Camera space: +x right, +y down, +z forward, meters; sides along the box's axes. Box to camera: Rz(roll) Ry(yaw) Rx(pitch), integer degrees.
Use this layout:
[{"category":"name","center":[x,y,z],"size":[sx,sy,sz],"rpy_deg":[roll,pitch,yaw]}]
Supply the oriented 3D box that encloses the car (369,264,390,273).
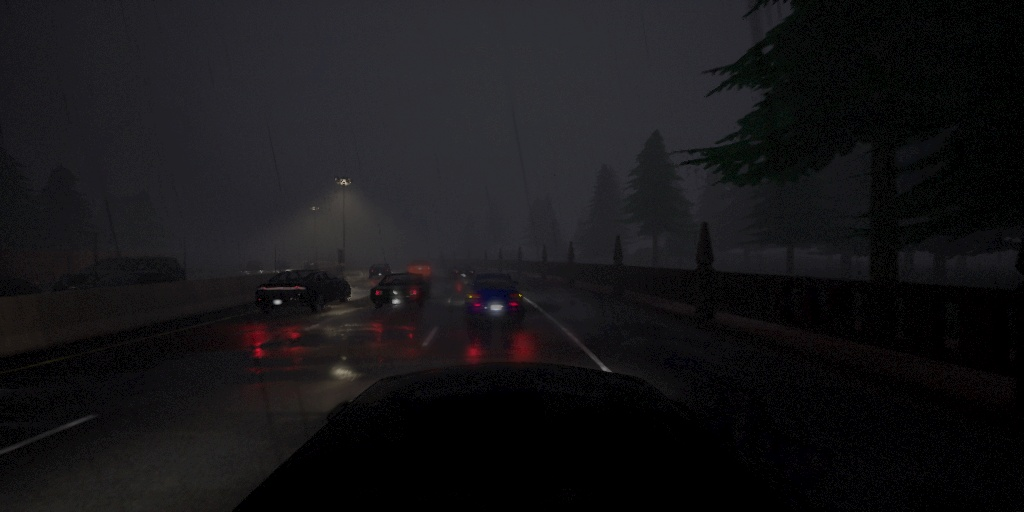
[{"category":"car","center":[-12.997,1.401,35.390],"size":[1.895,1.301,4.718],"rpy_deg":[0,0,-19]}]

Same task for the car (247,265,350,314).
[{"category":"car","center":[-7.902,1.272,14.016],"size":[2.128,1.511,4.902],"rpy_deg":[0,0,-7]}]

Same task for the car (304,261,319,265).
[{"category":"car","center":[-29.448,1.428,52.718],"size":[1.994,1.385,4.181],"rpy_deg":[0,0,-32]}]

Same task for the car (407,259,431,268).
[{"category":"car","center":[-8.698,1.135,33.441],"size":[2.097,1.767,4.553],"rpy_deg":[0,0,-17]}]

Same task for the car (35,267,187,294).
[{"category":"car","center":[-15.153,1.335,14.299],"size":[1.812,1.442,4.674],"rpy_deg":[0,0,-9]}]

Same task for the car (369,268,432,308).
[{"category":"car","center":[-4.506,1.368,15.276],"size":[1.895,1.301,4.718],"rpy_deg":[0,0,-8]}]

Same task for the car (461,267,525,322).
[{"category":"car","center":[-0.675,1.278,12.326],"size":[1.812,1.442,4.674],"rpy_deg":[0,0,-6]}]

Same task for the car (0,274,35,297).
[{"category":"car","center":[-22.287,1.401,14.575],"size":[1.994,1.385,4.181],"rpy_deg":[0,0,-9]}]

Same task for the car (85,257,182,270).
[{"category":"car","center":[-19.296,1.047,18.073],"size":[2.150,2.045,5.566],"rpy_deg":[0,0,-11]}]

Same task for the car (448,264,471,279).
[{"category":"car","center":[-4.641,1.368,32.310],"size":[1.895,1.301,4.718],"rpy_deg":[0,0,-16]}]
